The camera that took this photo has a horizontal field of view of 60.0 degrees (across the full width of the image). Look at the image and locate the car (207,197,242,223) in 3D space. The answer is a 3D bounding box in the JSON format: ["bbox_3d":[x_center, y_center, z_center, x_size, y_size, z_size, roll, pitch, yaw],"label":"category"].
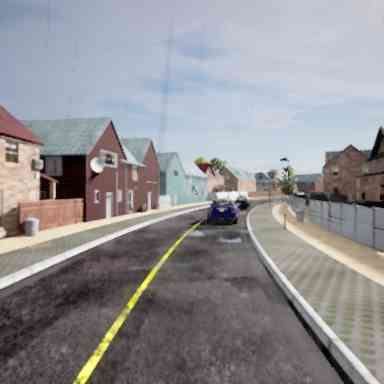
[{"bbox_3d":[2.360,1.264,24.551,2.097,1.767,4.553,0,0,9],"label":"car"}]

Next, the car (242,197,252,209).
[{"bbox_3d":[6.363,1.362,42.035,1.994,1.385,4.181,0,1,16],"label":"car"}]
